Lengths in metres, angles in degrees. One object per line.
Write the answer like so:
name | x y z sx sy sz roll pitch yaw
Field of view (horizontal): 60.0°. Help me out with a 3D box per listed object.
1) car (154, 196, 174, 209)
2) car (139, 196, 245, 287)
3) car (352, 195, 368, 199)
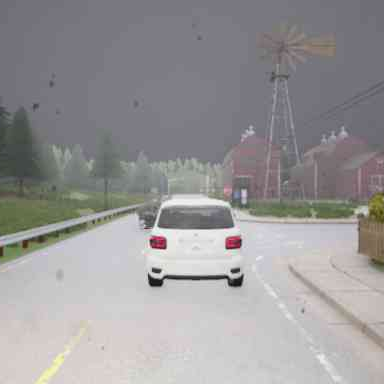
car | -3.591 1.300 43.364 2.128 1.511 4.902 0 0 0
car | 0.088 1.180 9.316 2.150 2.045 5.566 0 0 0
car | 27.376 1.266 54.551 1.816 1.474 4.193 0 0 -1
